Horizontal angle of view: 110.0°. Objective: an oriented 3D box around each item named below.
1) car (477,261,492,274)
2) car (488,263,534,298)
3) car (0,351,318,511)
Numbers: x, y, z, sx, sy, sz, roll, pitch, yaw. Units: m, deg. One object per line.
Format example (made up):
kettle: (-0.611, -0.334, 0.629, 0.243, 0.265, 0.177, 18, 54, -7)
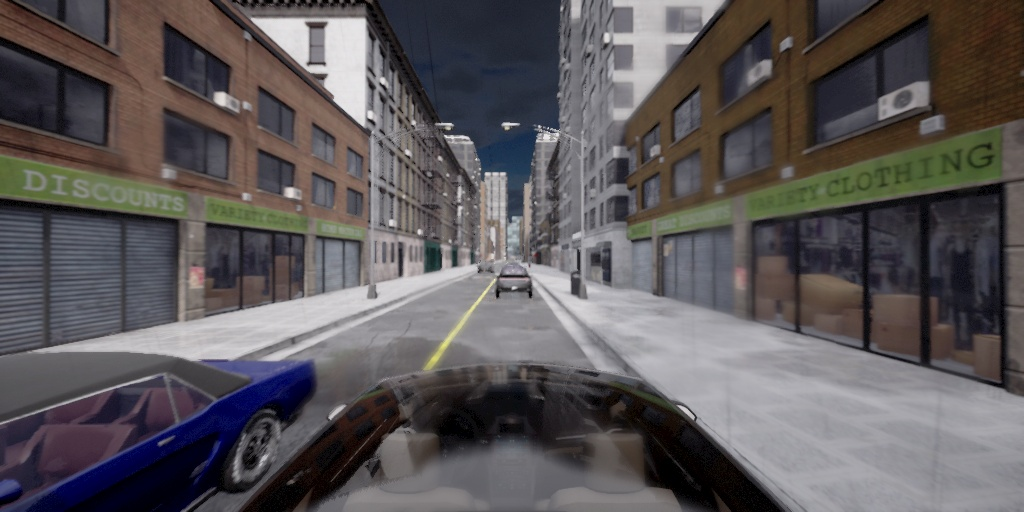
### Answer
car: (-3.082, 1.352, 42.977, 1.837, 1.490, 4.892, 0, 0, 0)
car: (0.098, 1.275, 18.743, 2.128, 1.511, 4.902, 0, 0, 0)
car: (-3.102, 1.351, 1.772, 1.895, 1.301, 4.718, 0, 0, 0)
